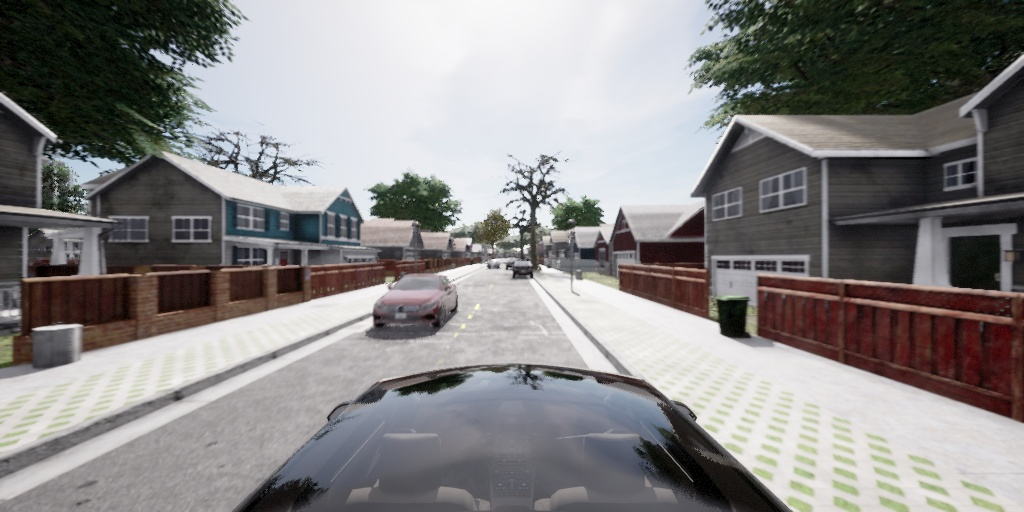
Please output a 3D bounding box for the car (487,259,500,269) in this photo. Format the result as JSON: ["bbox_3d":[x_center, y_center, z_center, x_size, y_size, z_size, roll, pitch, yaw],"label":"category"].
[{"bbox_3d":[-2.786,1.189,54.576,2.128,1.511,4.902,0,0,0],"label":"car"}]

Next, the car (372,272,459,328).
[{"bbox_3d":[-2.846,1.273,11.494,1.812,1.442,4.674,0,0,0],"label":"car"}]

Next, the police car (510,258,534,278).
[{"bbox_3d":[0.974,1.153,33.751,1.930,1.638,5.238,0,0,0],"label":"police car"}]

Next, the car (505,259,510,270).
[{"bbox_3d":[0.025,1.208,52.357,1.837,1.490,4.892,0,0,0],"label":"car"}]
